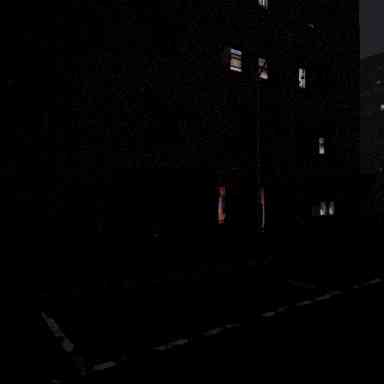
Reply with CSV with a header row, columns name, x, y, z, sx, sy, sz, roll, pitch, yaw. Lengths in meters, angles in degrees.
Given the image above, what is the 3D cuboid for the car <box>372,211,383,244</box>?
name,x,y,z,sx,sy,sz,roll,pitch,yaw
car,9.316,1.526,13.212,4.829,1.417,1.752,0,0,-35

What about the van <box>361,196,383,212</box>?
name,x,y,z,sx,sy,sz,roll,pitch,yaw
van,17.835,1.288,34.111,1.690,1.788,3.998,0,0,-36
